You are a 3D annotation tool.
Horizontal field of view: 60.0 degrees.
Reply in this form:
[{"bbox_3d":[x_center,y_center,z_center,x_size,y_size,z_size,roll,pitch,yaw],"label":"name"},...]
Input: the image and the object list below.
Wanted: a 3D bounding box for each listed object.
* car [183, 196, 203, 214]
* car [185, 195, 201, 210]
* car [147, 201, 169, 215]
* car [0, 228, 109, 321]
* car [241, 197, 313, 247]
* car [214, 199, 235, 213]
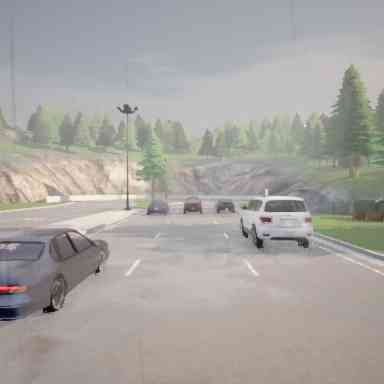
[{"bbox_3d":[0.093,1.478,35.269,1.882,1.535,5.008,0,0,0],"label":"car"},{"bbox_3d":[0.190,1.352,44.498,2.097,1.767,4.553,0,0,1],"label":"car"},{"bbox_3d":[-3.400,1.564,33.970,1.994,1.385,4.181,0,0,0],"label":"car"},{"bbox_3d":[-3.399,1.547,7.599,2.033,1.411,5.357,0,0,0],"label":"car"},{"bbox_3d":[3.601,1.221,15.052,2.150,2.045,5.566,0,0,0],"label":"car"},{"bbox_3d":[3.602,1.505,36.897,1.837,1.490,4.892,0,0,0],"label":"car"}]
